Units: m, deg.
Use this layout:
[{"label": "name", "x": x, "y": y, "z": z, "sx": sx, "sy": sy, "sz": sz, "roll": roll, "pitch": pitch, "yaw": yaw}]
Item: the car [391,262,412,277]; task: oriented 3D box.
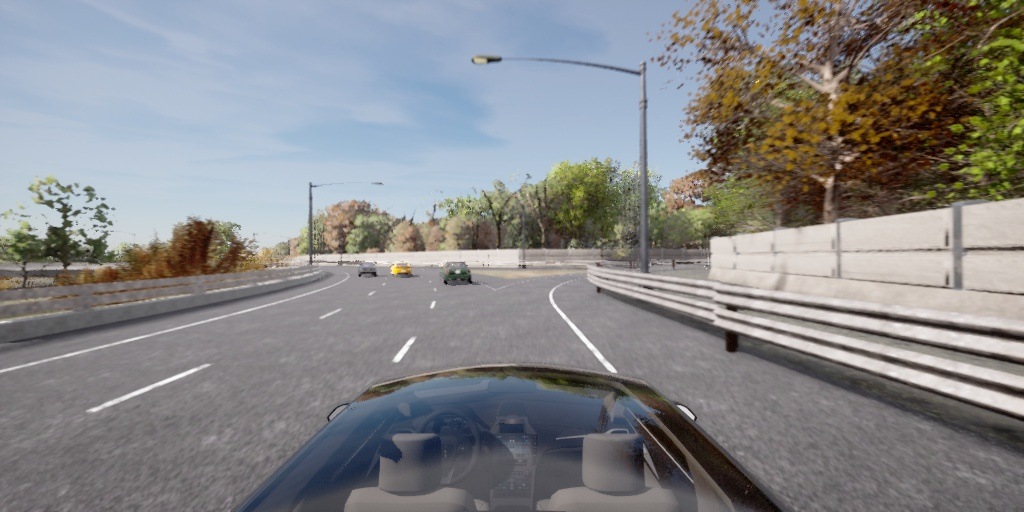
[{"label": "car", "x": -12.080, "y": 1.396, "z": 39.079, "sx": 1.882, "sy": 1.535, "sz": 5.008, "roll": 0, "pitch": 0, "yaw": -22}]

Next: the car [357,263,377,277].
[{"label": "car", "x": -16.182, "y": 1.501, "z": 40.012, "sx": 2.033, "sy": 1.411, "sz": 5.357, "roll": 0, "pitch": 0, "yaw": -25}]

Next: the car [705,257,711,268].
[{"label": "car", "x": 32.163, "y": 0.928, "z": 55.370, "sx": 4.553, "sy": 1.767, "sz": 2.097, "roll": 0, "pitch": 0, "yaw": -23}]

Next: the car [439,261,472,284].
[{"label": "car", "x": -4.480, "y": 1.186, "z": 27.981, "sx": 2.097, "sy": 1.767, "sz": 4.553, "roll": -1, "pitch": 0, "yaw": -16}]
